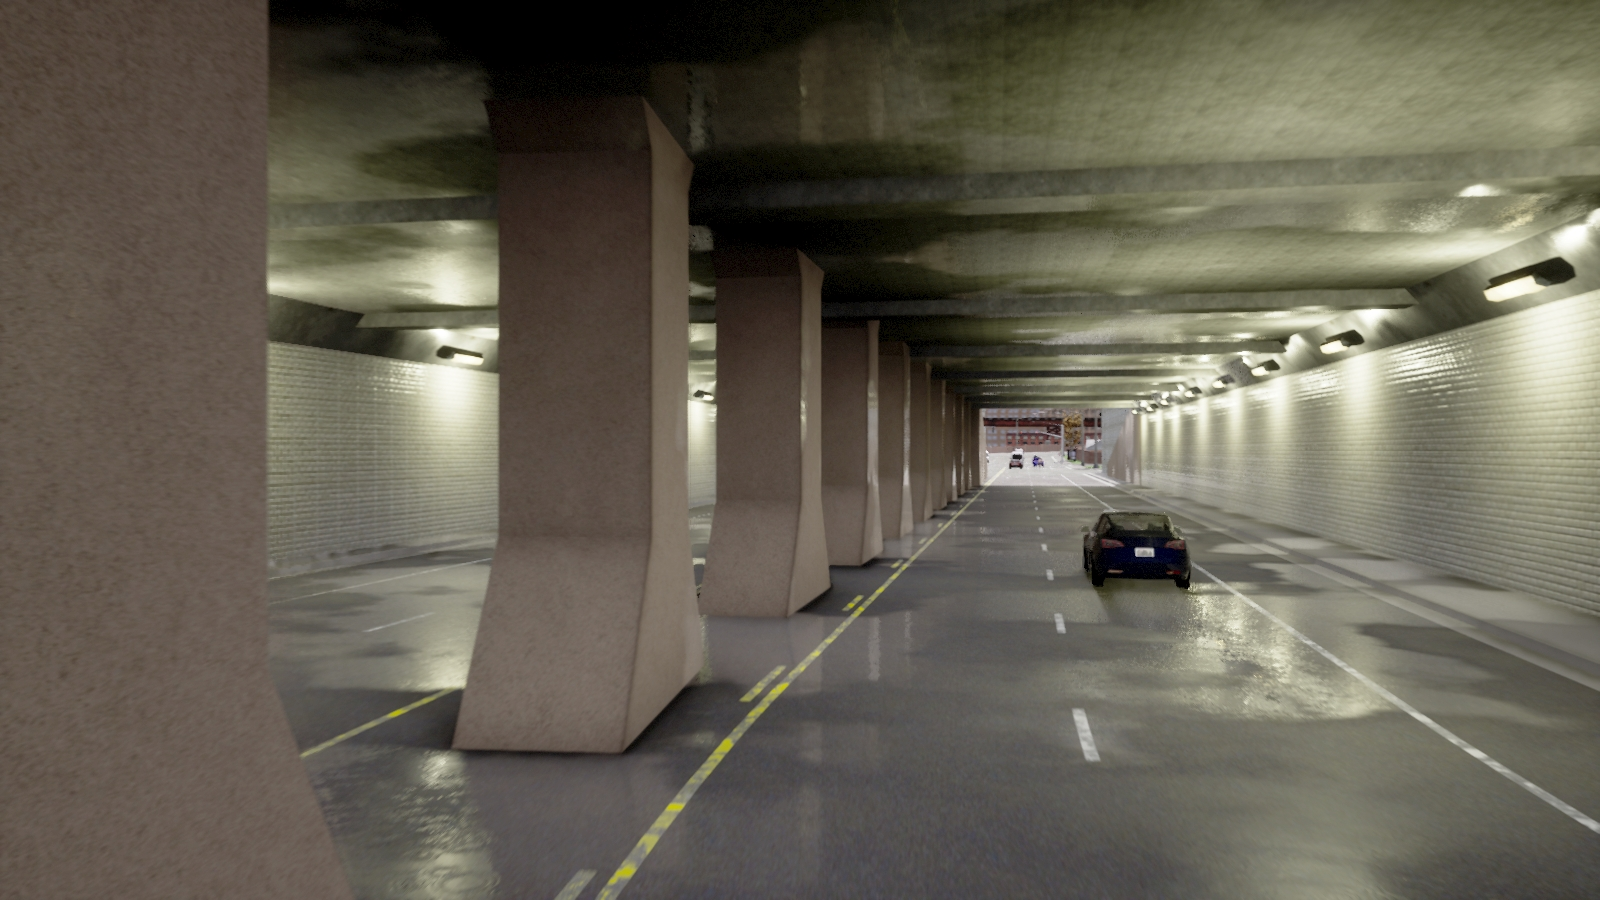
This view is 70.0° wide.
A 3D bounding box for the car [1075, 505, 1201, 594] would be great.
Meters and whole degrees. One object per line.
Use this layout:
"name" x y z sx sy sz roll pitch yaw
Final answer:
"car" 7.203 2.064 24.800 2.163 1.488 4.792 0 0 11
